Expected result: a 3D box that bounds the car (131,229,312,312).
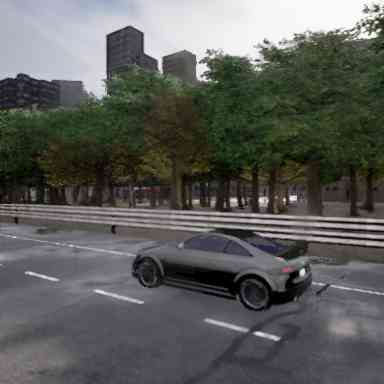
[{"bbox_3d":[0.558,1.568,7.773,4.181,1.385,1.994,0,0,36],"label":"car"}]
